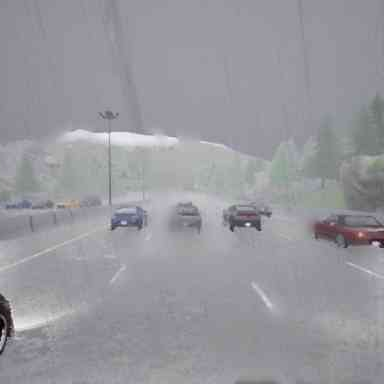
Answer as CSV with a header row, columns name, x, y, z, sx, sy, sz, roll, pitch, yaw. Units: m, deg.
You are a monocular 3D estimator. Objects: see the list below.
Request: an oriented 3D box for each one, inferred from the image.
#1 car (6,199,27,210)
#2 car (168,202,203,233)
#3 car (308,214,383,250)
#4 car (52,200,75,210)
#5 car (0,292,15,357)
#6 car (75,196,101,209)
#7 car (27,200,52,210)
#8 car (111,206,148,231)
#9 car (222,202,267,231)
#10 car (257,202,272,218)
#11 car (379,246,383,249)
name,x,y,z,sx,sy,sz,roll,pitch,yaw
car,-25.624,1.858,49.437,1.882,1.535,5.008,0,-1,-1
car,-0.383,1.543,19.840,2.128,1.511,4.902,0,0,-1
car,6.734,1.622,14.480,1.895,1.301,4.718,0,0,-1
car,-18.626,1.862,49.623,1.882,1.535,5.008,0,-1,-1
car,-3.525,1.561,3.109,1.994,1.385,4.181,0,0,-1
car,-15.127,1.650,49.684,2.150,2.045,5.566,0,-1,-1
car,-22.126,1.918,49.565,1.837,1.490,4.892,0,-1,-1
car,-3.913,1.589,21.187,1.812,1.442,4.674,0,0,-1
car,3.091,1.566,21.084,1.837,1.490,4.892,0,0,-1
car,6.348,1.712,32.462,2.033,1.411,5.357,0,-1,-1
car,3.491,1.523,2.429,1.812,1.442,4.674,0,0,-1
